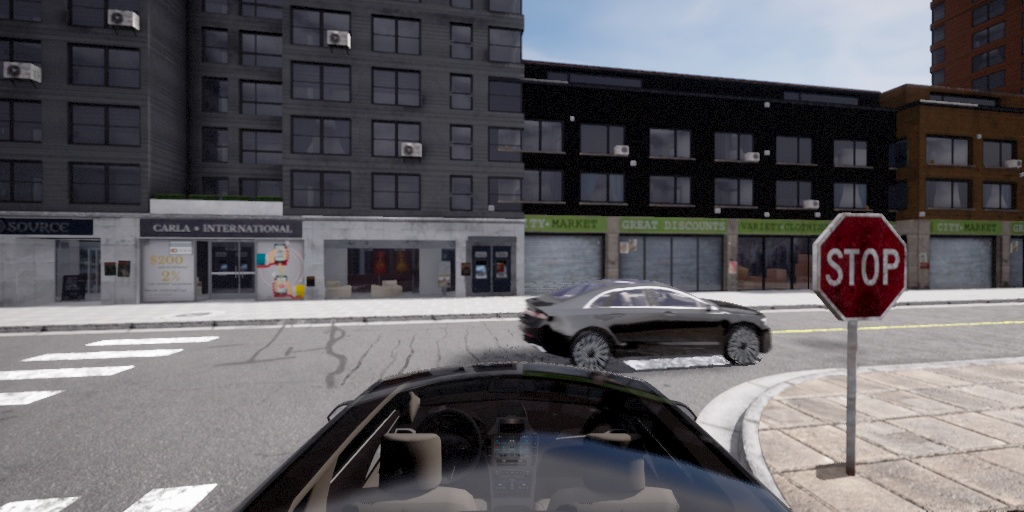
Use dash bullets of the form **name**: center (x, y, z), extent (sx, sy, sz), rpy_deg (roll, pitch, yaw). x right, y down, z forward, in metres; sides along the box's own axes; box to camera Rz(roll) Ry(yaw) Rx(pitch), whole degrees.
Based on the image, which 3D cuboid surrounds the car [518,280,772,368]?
- **car**: center (2.561, 1.226, 7.087), extent (4.902, 1.511, 2.128), rpy_deg (0, 0, -9)
